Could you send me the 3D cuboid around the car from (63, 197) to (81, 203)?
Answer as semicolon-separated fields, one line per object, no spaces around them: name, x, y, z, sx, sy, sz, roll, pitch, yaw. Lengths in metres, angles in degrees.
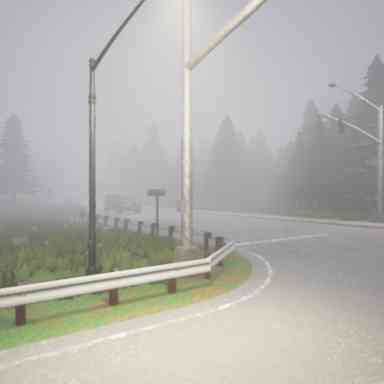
car;-17.965;1.537;49.613;1.837;1.490;4.892;0;0;-34

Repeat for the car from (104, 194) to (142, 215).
car;-7.243;1.194;34.208;2.150;2.045;5.566;0;0;-36
